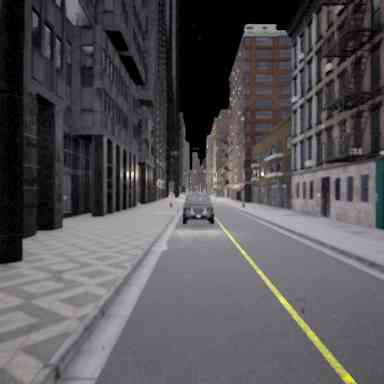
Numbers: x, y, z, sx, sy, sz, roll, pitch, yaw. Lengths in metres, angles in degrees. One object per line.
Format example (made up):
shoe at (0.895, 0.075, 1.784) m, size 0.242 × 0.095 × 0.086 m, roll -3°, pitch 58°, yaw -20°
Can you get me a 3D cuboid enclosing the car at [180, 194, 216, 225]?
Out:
car at (0.409, 1.160, 23.757) m, size 2.150 × 2.045 × 5.566 m, roll 0°, pitch 0°, yaw 0°
